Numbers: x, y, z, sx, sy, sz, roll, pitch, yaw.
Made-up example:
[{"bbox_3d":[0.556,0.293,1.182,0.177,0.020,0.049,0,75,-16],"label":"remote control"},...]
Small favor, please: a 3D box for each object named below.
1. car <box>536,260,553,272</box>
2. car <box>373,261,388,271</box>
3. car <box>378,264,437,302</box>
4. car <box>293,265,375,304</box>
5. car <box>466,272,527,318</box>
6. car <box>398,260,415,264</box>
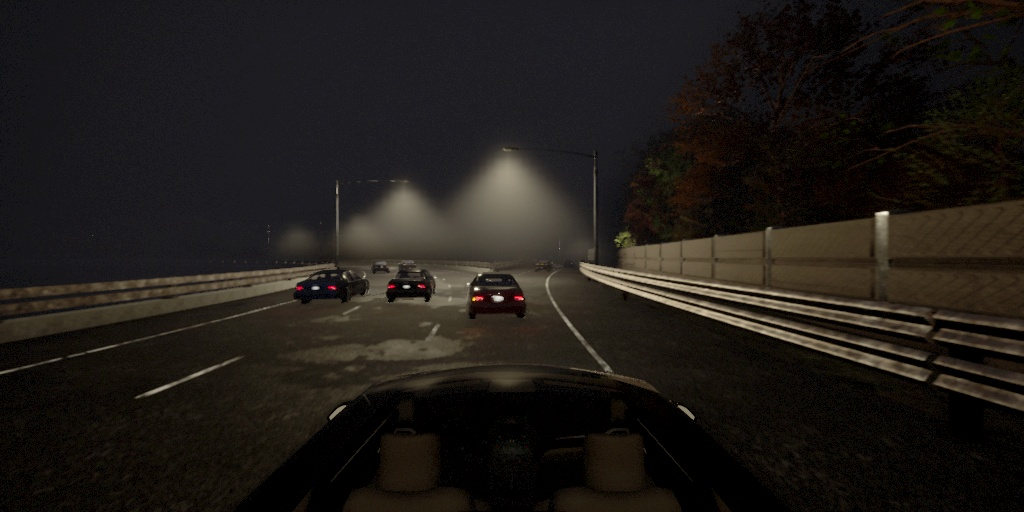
[{"bbox_3d":[4.227,1.231,46.472,2.128,1.511,4.902,0,0,13],"label":"car"},{"bbox_3d":[-16.564,1.362,45.002,2.033,1.411,5.357,0,0,-25],"label":"car"},{"bbox_3d":[-4.734,1.316,17.285,2.033,1.411,5.357,0,0,-9],"label":"car"},{"bbox_3d":[-8.186,1.329,16.739,2.033,1.411,5.357,0,0,-9],"label":"car"},{"bbox_3d":[-0.658,1.301,13.051,2.033,1.411,5.357,0,0,-6],"label":"car"},{"bbox_3d":[-13.830,1.296,47.262,2.128,1.511,4.902,0,0,-24],"label":"car"}]
